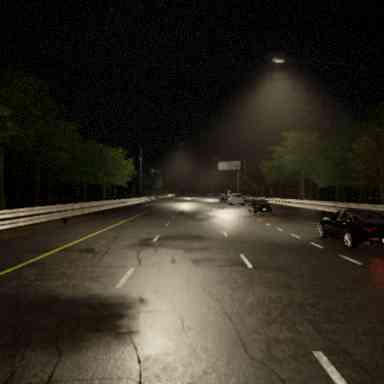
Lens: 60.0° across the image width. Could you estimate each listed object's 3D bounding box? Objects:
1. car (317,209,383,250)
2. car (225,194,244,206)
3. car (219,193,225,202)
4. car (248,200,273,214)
[{"bbox_3d":[7.020,1.506,14.400,1.837,1.490,4.892,0,0,0],"label":"car"},{"bbox_3d":[7.196,1.265,54.835,2.150,2.045,5.566,0,0,0],"label":"car"},{"bbox_3d":[7.354,1.386,75.423,2.097,1.767,4.553,0,0,1],"label":"car"},{"bbox_3d":[7.087,1.546,34.790,1.812,1.442,4.674,0,0,0],"label":"car"}]
